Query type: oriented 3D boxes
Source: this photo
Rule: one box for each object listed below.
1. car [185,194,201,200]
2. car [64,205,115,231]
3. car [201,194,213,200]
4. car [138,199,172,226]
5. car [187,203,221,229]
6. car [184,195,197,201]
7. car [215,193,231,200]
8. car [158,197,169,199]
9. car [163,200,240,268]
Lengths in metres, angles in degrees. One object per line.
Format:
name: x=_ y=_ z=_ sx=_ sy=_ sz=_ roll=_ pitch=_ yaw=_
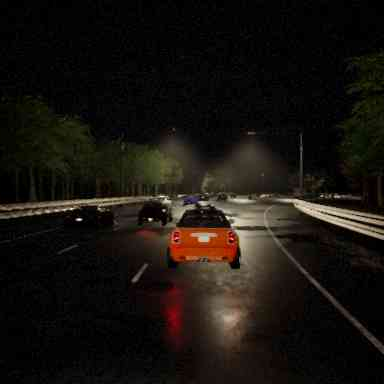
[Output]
car: x=-0.141 y=1.413 z=50.473 sx=1.812 sy=1.442 sz=4.674 roll=0 pitch=0 yaw=7
car: x=-6.180 y=1.520 z=20.525 sx=1.994 sy=1.385 sz=4.181 roll=1 pitch=0 yaw=3
car: x=2.619 y=1.173 z=71.016 sx=2.097 sy=1.767 sz=4.553 roll=0 pitch=0 yaw=10
car: x=-2.492 y=1.474 z=23.275 sx=1.837 sy=1.490 sz=4.892 roll=0 pitch=0 yaw=3
car: x=0.879 y=1.527 z=23.018 sx=2.033 sy=1.411 sz=5.357 roll=0 pitch=0 yaw=3
car: x=-0.237 y=1.334 z=75.154 sx=2.033 sy=1.411 sz=5.357 roll=0 pitch=0 yaw=10
car: x=7.119 y=1.163 z=76.520 sx=2.097 sy=1.767 sz=4.553 roll=0 pitch=0 yaw=10
car: x=-4.063 y=1.407 z=47.547 sx=1.812 sy=1.442 sz=4.674 roll=0 pitch=0 yaw=7
car: x=0.397 y=1.345 z=11.493 sx=2.097 sy=1.767 sz=4.553 roll=0 pitch=0 yaw=2
